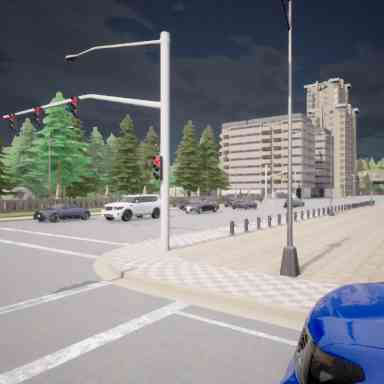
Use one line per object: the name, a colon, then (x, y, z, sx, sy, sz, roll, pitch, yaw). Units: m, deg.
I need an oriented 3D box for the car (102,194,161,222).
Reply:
car: (-4.706, 1.221, 27.203, 2.150, 2.045, 5.566, 0, 0, 35)

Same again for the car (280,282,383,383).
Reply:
car: (3.299, 1.221, 1.613, 5.566, 2.045, 2.150, 0, 0, 36)

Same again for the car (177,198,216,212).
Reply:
car: (0.641, 1.547, 40.726, 2.033, 1.411, 5.357, 0, 0, 36)

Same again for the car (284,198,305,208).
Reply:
car: (15.001, 1.564, 48.473, 1.994, 1.385, 4.181, 0, 0, 35)

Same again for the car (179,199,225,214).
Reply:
car: (1.058, 1.491, 35.283, 2.128, 1.511, 4.902, 0, 0, 36)

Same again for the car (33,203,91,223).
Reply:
car: (-9.999, 1.564, 25.809, 1.994, 1.385, 4.181, 0, 0, 35)

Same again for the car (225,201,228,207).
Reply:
car: (6.465, 1.564, 48.835, 1.994, 1.385, 4.181, 0, 0, 36)

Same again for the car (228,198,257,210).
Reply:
car: (6.884, 1.564, 43.426, 1.994, 1.385, 4.181, 0, 0, 36)
